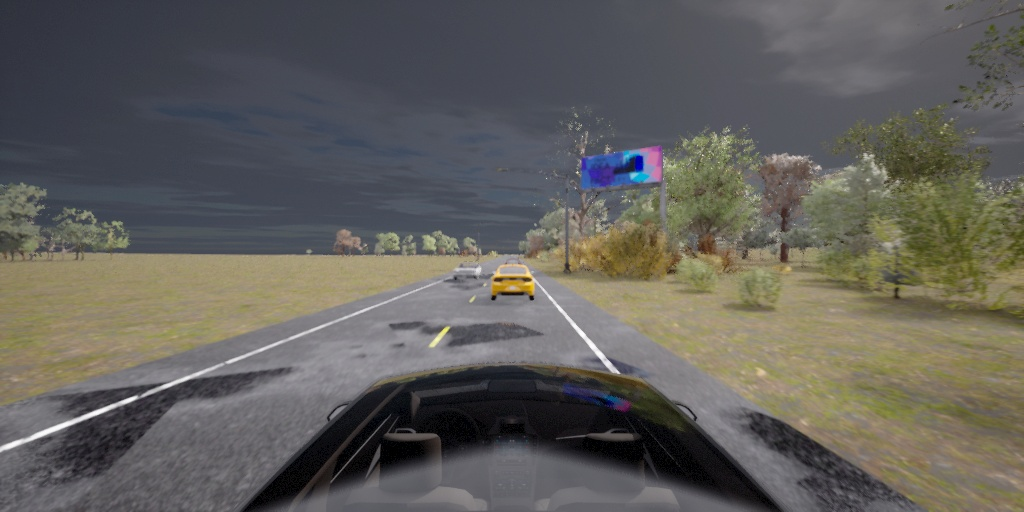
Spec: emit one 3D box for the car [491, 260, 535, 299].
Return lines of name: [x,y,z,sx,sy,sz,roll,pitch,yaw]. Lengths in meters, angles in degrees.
car: [0.043,1.134,17.244,1.882,1.535,5.008,0,1,0]

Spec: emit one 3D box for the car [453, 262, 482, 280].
car: [-3.517,1.189,28.779,1.895,1.301,4.718,0,0,0]
